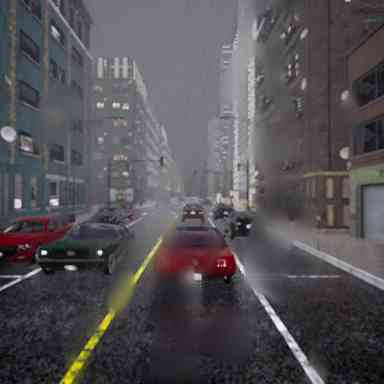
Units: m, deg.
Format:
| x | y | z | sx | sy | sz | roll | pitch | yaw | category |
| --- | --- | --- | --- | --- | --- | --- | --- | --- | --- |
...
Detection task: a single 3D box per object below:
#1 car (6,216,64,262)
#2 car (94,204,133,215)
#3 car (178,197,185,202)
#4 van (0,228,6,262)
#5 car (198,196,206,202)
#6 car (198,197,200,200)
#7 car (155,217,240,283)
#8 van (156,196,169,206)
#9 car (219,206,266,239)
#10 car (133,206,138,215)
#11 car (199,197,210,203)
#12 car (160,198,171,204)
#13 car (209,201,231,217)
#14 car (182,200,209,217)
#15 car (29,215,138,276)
| x | y | z | sx | sy | sz | roll | pitch | yaw | category |
| --- | --- | --- | --- | --- | --- | --- | --- | --- | --- |
| -5.683 | 1.603 | 12.046 | 1.887 | 1.381 | 4.507 | 0 | 0 | 0 | car |
| -5.682 | 1.678 | 23.093 | 1.947 | 1.339 | 4.313 | 0 | 0 | 0 | car |
| -2.992 | 2.047 | 93.696 | 1.994 | 1.385 | 4.181 | 0 | 0 | 0 | car |
| -5.681 | 1.373 | 6.524 | 1.690 | 1.788 | 3.998 | 0 | 0 | 0 | van |
| 2.704 | 1.909 | 88.647 | 1.967 | 1.590 | 4.097 | 0 | 0 | 0 | car |
| 2.703 | 1.814 | 72.065 | 1.967 | 1.590 | 4.097 | 0 | 0 | 0 | car |
| 0.086 | 1.648 | 9.786 | 1.895 | 1.301 | 4.718 | 0 | 0 | 0 | car |
| -5.678 | 1.654 | 61.012 | 1.690 | 1.788 | 3.998 | 0 | 0 | 0 | van |
| 2.699 | 1.651 | 17.557 | 1.947 | 1.339 | 4.313 | 0 | 0 | 0 | car |
| -5.682 | 1.722 | 28.616 | 1.802 | 1.307 | 4.206 | 0 | 0 | 0 | car |
| 2.702 | 1.895 | 61.008 | 1.802 | 1.307 | 4.206 | 0 | 0 | 0 | car |
| -5.678 | 1.919 | 72.066 | 1.887 | 1.381 | 4.507 | 0 | 0 | 0 | car |
| 2.700 | 1.706 | 28.604 | 1.947 | 1.339 | 4.313 | 0 | 0 | 0 | car |
| 0.096 | 1.686 | 28.324 | 2.033 | 1.411 | 5.357 | 0 | 0 | 0 | car |
| -3.099 | 1.653 | 10.727 | 1.895 | 1.301 | 4.718 | 0 | 0 | 0 | car |
